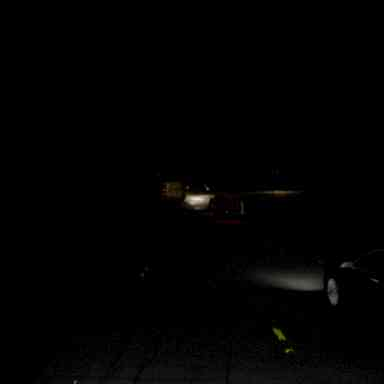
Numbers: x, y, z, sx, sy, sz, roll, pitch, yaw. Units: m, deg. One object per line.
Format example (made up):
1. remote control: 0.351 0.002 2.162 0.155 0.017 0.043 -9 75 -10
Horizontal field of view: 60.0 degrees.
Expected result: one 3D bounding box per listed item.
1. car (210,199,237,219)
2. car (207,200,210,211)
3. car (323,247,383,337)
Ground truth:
1. car: 2.880 1.508 29.661 1.882 1.535 5.008 0 0 1
2. car: 2.876 1.533 40.959 2.033 1.411 5.357 0 0 0
3. car: 3.583 1.522 4.905 1.837 1.490 4.892 0 0 0
